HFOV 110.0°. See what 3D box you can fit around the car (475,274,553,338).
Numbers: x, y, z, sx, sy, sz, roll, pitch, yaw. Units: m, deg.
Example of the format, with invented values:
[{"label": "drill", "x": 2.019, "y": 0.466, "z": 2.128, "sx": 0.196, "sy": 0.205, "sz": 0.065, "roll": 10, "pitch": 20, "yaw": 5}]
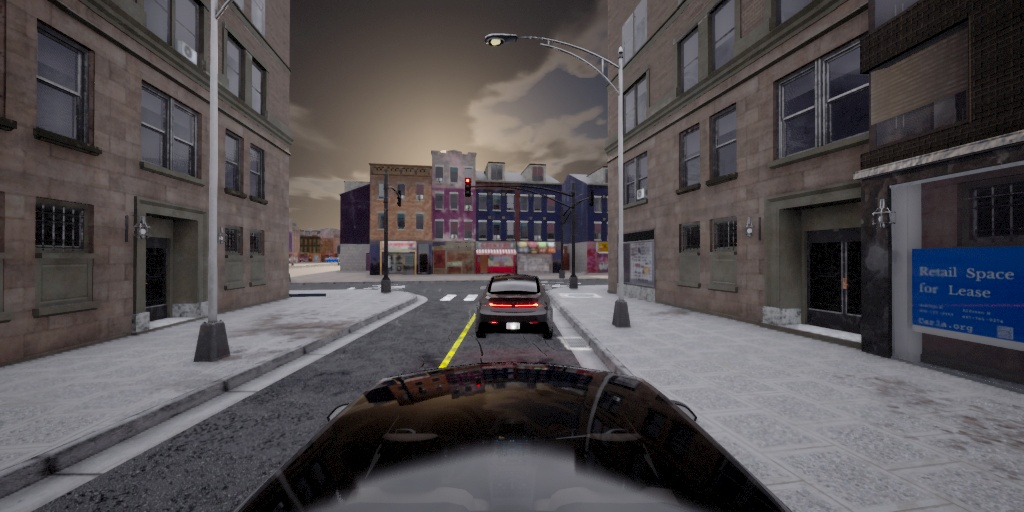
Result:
[{"label": "car", "x": 0.096, "y": 1.256, "z": 10.129, "sx": 1.837, "sy": 1.490, "sz": 4.892, "roll": 0, "pitch": 0, "yaw": 2}]
